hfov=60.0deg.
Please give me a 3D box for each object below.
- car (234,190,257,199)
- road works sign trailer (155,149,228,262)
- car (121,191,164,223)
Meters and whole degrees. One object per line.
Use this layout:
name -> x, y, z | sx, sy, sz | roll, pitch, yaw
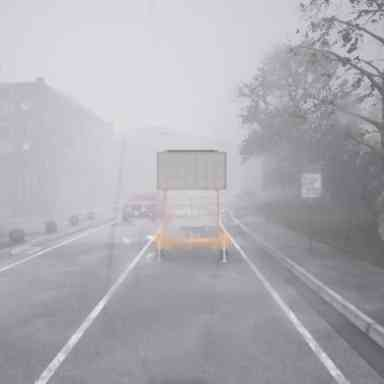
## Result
car -> 10.092, 0.437, 62.801 | 4.553, 1.767, 2.097 | -2, 1, -38
road works sign trailer -> -0.011, 0.337, 11.545 | 2.380, 3.560, 2.880 | 0, 1, 0
car -> -3.352, 0.964, 23.566 | 2.150, 2.045, 5.566 | 0, 1, 3
